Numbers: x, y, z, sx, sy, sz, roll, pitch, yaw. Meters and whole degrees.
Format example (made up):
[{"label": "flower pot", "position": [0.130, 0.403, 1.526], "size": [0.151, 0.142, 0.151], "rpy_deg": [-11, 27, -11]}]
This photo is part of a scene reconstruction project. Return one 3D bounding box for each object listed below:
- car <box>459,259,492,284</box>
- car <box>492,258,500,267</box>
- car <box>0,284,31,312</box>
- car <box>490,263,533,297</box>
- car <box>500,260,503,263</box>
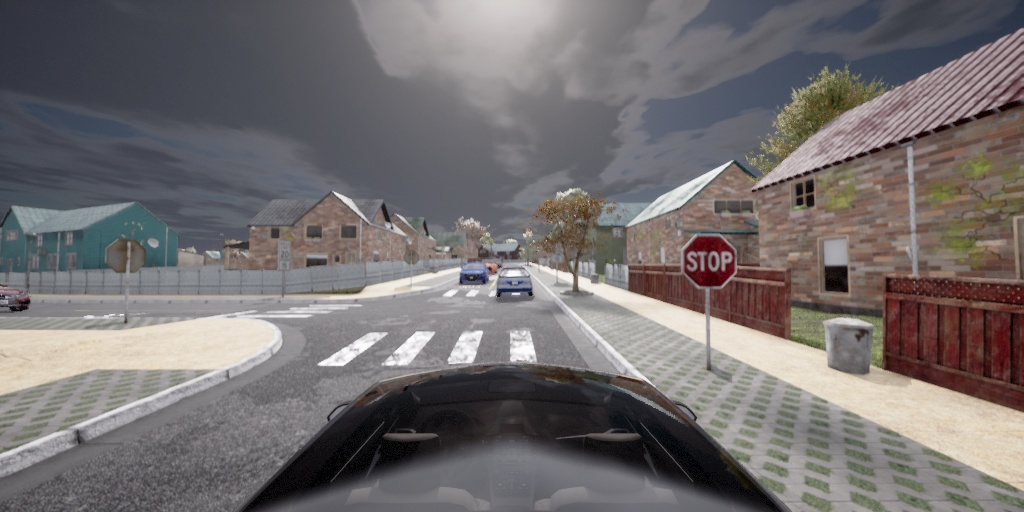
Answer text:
[{"label": "car", "position": [-2.793, 1.228, 27.222], "size": [1.882, 1.535, 5.008], "rpy_deg": [0, 0, 0]}, {"label": "car", "position": [-2.760, 1.122, 40.814], "size": [2.097, 1.767, 4.553], "rpy_deg": [0, 0, 0]}, {"label": "car", "position": [-21.185, 1.493, 13.691], "size": [4.674, 1.442, 1.812], "rpy_deg": [-1, -2, 9]}, {"label": "car", "position": [0.120, 1.315, 19.417], "size": [2.033, 1.411, 5.357], "rpy_deg": [-1, 0, 0]}, {"label": "car", "position": [-2.644, 1.183, 59.657], "size": [2.097, 1.767, 4.553], "rpy_deg": [0, 0, 1]}]
